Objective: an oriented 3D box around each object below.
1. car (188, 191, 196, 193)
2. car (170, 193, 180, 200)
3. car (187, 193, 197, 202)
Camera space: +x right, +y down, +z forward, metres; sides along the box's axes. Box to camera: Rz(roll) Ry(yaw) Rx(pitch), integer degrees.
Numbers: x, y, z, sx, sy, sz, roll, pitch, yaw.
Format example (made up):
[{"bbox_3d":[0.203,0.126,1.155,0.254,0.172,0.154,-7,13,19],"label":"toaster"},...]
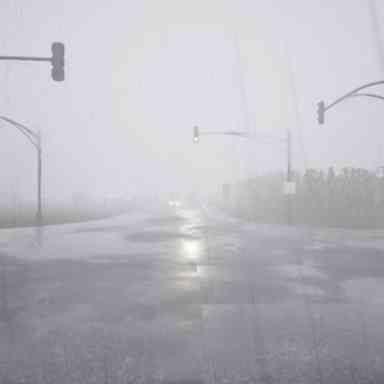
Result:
[{"bbox_3d":[-0.020,0.786,74.702,2.150,2.045,5.566,0,0,0],"label":"car"},{"bbox_3d":[-3.517,0.861,68.847,2.128,1.511,4.902,0,0,0],"label":"car"},{"bbox_3d":[-0.017,1.294,64.700,1.895,1.301,4.718,0,0,0],"label":"car"}]
